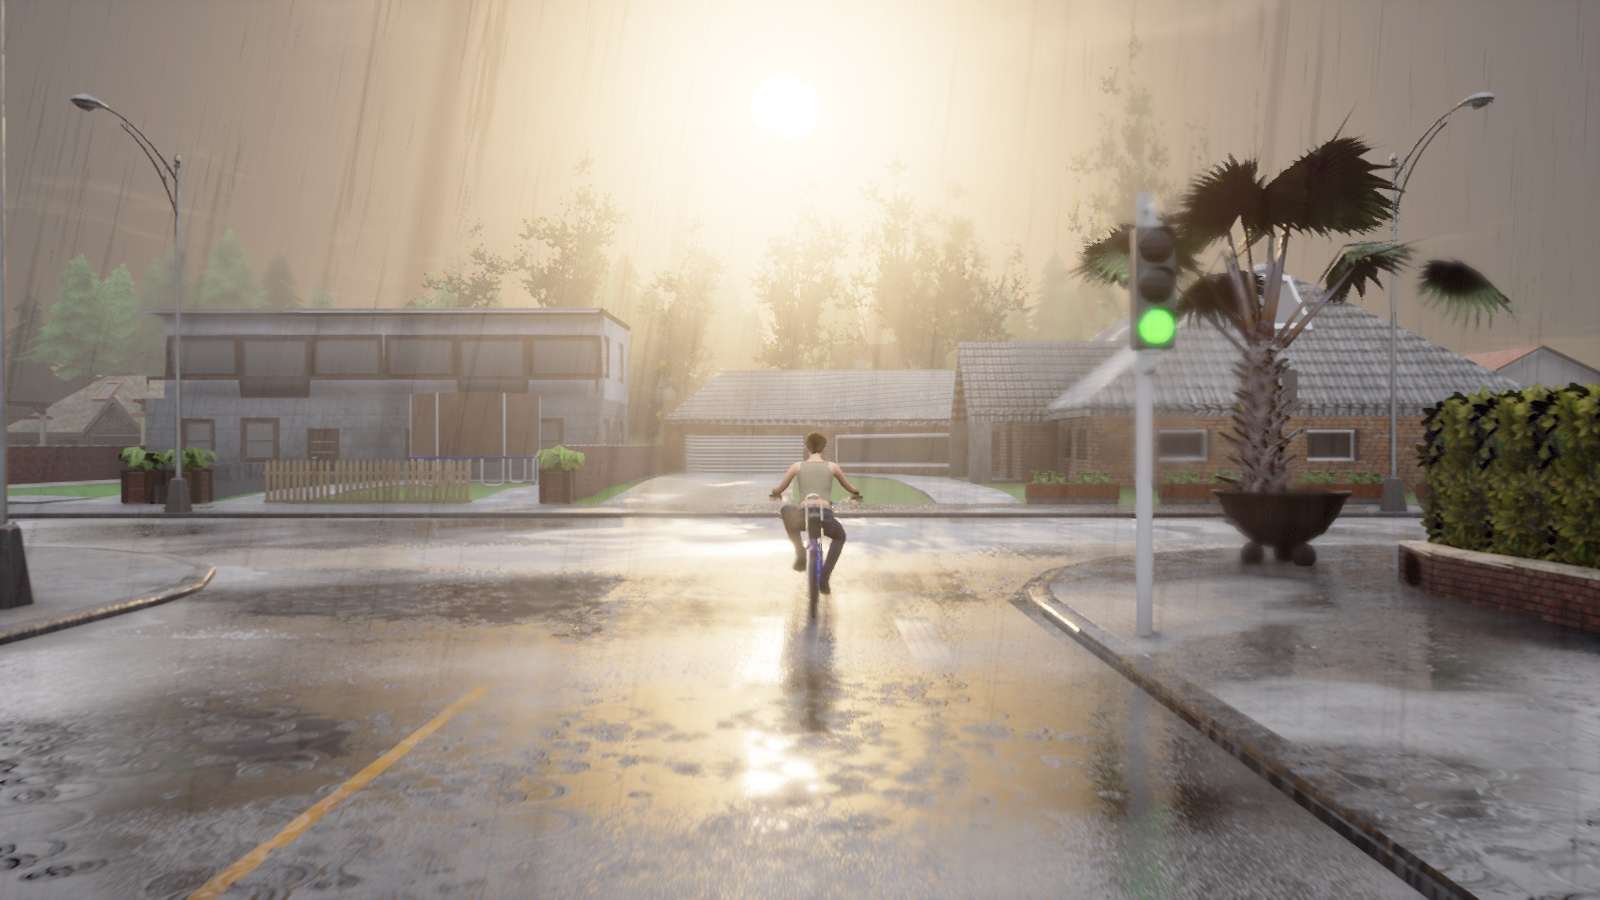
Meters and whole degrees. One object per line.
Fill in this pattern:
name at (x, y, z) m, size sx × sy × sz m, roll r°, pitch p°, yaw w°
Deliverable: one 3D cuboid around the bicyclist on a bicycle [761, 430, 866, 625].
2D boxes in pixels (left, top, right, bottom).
bicyclist on a bicycle at (0.139, 0.638, 11.181) m, size 0.866 × 1.612 × 1.509 m, roll 0°, pitch 0°, yaw 2°
